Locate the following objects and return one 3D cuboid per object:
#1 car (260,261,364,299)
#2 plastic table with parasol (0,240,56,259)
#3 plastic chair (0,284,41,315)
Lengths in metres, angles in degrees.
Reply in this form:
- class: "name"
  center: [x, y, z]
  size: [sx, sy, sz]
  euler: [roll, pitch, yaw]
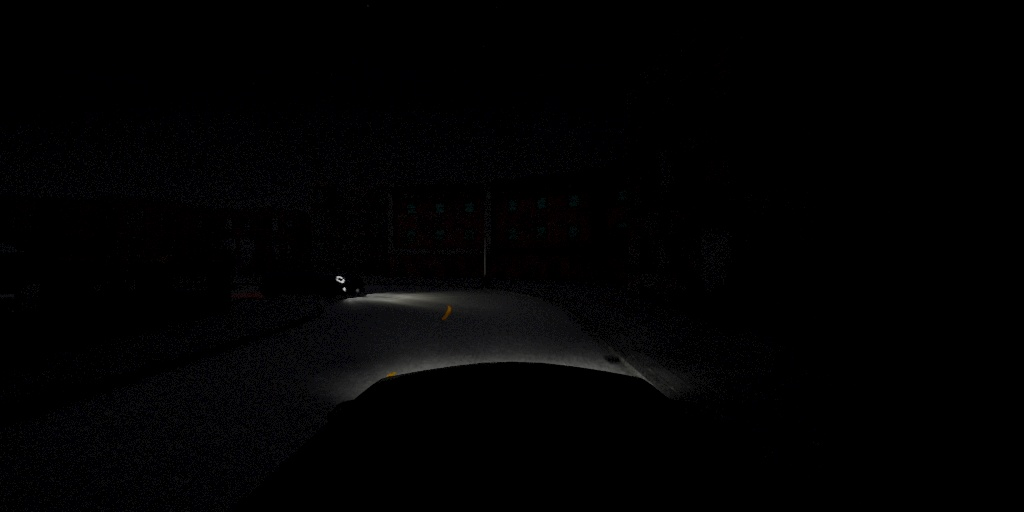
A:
- class: "car"
  center: [-9.709, 1.088, 17.649]
  size: [4.553, 1.767, 2.097]
  euler: [0, 0, 7]
- class: "plastic table with parasol"
  center: [-13.365, 0.729, 8.932]
  size: [2.482, 2.480, 2.482]
  euler: [0, 0, -1]
- class: "plastic chair"
  center: [-12.110, 1.333, 8.848]
  size: [0.730, 1.272, 0.750]
  euler: [0, 0, -1]
